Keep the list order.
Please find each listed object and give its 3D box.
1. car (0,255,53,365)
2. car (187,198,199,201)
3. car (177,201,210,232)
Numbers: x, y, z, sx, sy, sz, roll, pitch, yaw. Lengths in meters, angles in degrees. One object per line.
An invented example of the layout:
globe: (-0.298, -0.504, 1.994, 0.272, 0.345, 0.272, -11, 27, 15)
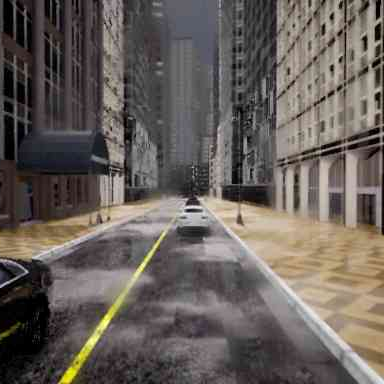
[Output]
car: (-3.091, 1.491, 3.305, 2.128, 1.511, 4.902, 0, 0, 0)
car: (0.109, 1.523, 44.067, 1.837, 1.490, 4.892, 0, 0, 0)
car: (0.104, 1.528, 20.108, 1.812, 1.442, 4.674, 0, 0, 0)
